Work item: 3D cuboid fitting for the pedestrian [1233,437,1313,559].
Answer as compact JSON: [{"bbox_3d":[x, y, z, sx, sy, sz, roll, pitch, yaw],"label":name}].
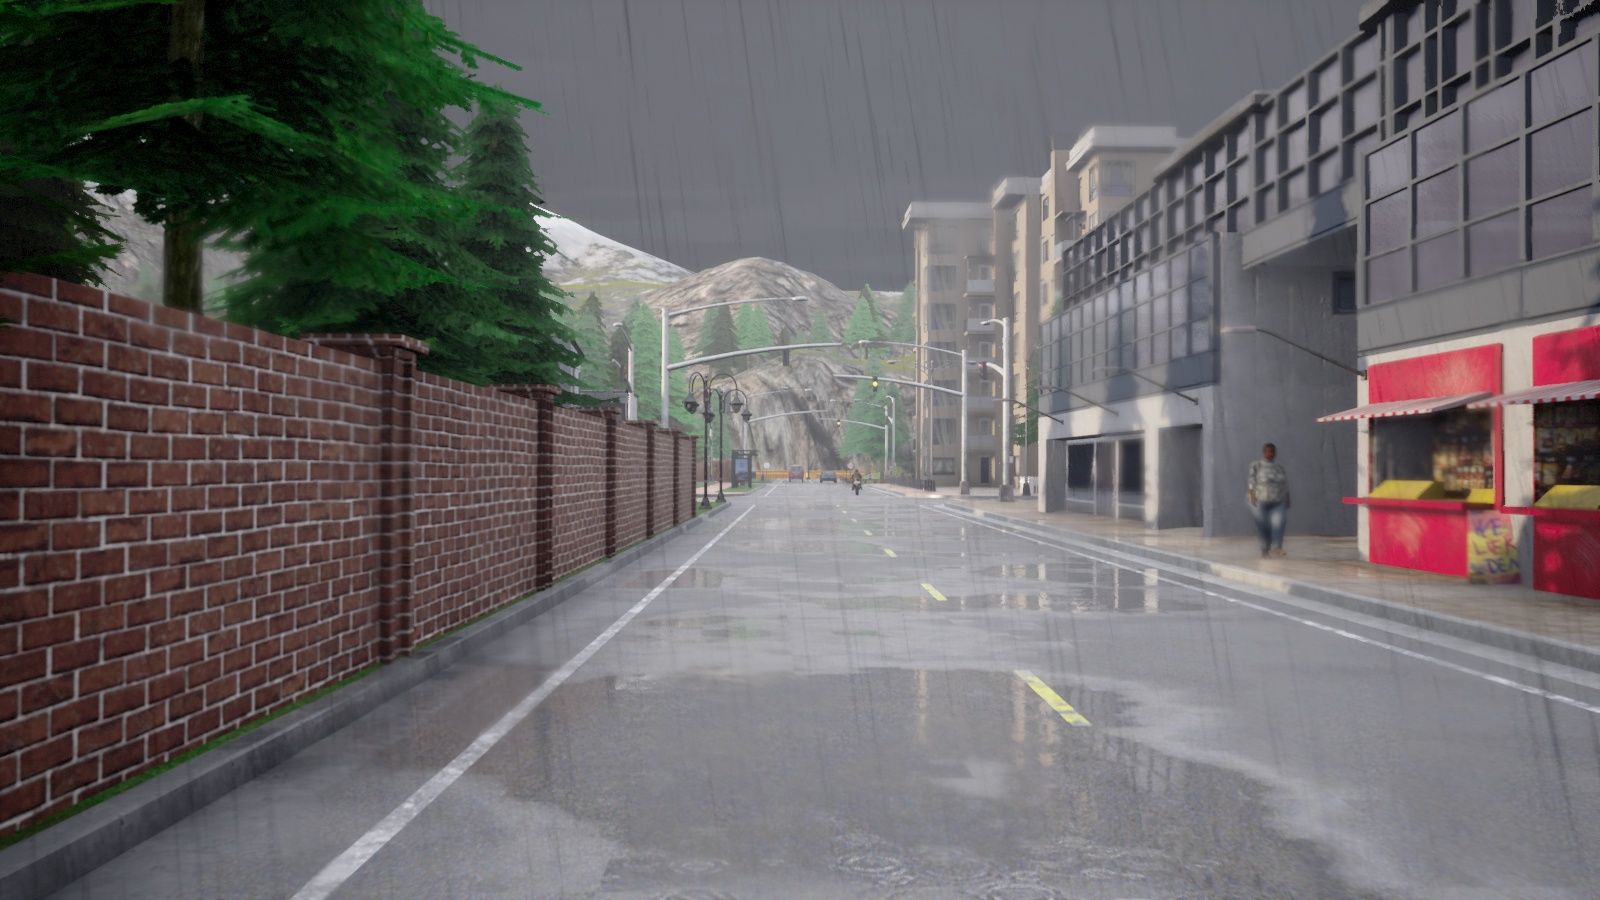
[{"bbox_3d":[7.372,0.731,19.601,0.874,1.855,0.900,0,-1,-1],"label":"pedestrian"}]
